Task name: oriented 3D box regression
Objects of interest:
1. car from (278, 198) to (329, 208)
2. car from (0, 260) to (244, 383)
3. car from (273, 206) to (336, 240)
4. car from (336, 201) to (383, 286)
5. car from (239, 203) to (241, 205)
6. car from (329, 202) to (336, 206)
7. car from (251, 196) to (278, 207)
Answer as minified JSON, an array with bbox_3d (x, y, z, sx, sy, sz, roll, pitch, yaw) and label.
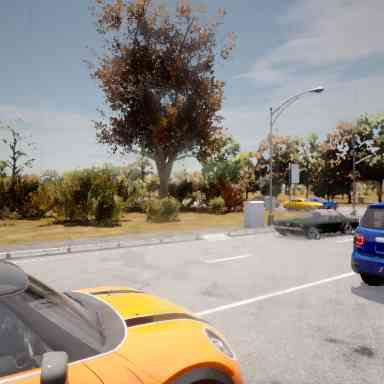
[{"bbox_3d":[12.930,1.477,38.792,1.882,1.535,5.008,0,0,-32],"label":"car"},{"bbox_3d":[-1.735,1.352,2.508,4.553,1.767,2.097,0,0,-35],"label":"car"},{"bbox_3d":[6.377,1.601,17.023,4.718,1.301,1.895,0,0,-34],"label":"car"},{"bbox_3d":[6.170,1.221,8.152,5.566,2.045,2.150,0,0,-35],"label":"car"},{"bbox_3d":[5.755,1.582,50.080,1.895,1.301,4.718,0,0,-33],"label":"car"},{"bbox_3d":[15.624,1.477,41.075,1.882,1.535,5.008,0,0,-32],"label":"car"},{"bbox_3d":[10.741,1.342,48.769,2.097,1.767,4.553,0,0,-33],"label":"car"}]
